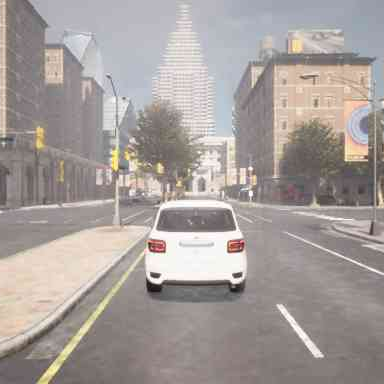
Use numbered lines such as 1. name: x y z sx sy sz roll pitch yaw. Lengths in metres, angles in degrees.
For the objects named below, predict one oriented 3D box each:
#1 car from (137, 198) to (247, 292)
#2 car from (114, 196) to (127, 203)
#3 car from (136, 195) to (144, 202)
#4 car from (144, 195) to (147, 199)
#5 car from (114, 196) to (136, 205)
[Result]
1. car: 0.077 1.221 9.039 2.150 2.045 5.566 0 0 0
2. car: -14.955 1.594 69.881 1.895 1.301 4.718 0 0 0
3. car: -11.701 1.600 68.557 1.895 1.301 4.718 0 0 0
4. car: -11.732 1.500 78.739 1.837 1.490 4.892 0 0 0
5. car: -11.726 1.505 58.503 1.837 1.490 4.892 0 0 0
